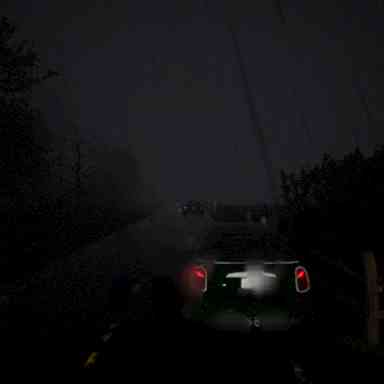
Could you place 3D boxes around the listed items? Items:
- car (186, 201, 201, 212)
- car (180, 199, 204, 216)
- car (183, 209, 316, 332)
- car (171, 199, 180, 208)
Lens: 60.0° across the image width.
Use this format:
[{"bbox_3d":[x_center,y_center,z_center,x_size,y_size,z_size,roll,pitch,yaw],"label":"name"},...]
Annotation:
[{"bbox_3d":[0.178,1.947,44.595,1.895,1.301,4.718,0,0,1],"label":"car"},{"bbox_3d":[0.166,1.627,34.584,2.097,1.767,4.553,0,0,0],"label":"car"},{"bbox_3d":[0.923,1.412,7.135,2.097,1.767,4.553,0,0,1],"label":"car"},{"bbox_3d":[-2.595,1.927,58.149,2.128,1.511,4.902,0,0,0],"label":"car"}]
